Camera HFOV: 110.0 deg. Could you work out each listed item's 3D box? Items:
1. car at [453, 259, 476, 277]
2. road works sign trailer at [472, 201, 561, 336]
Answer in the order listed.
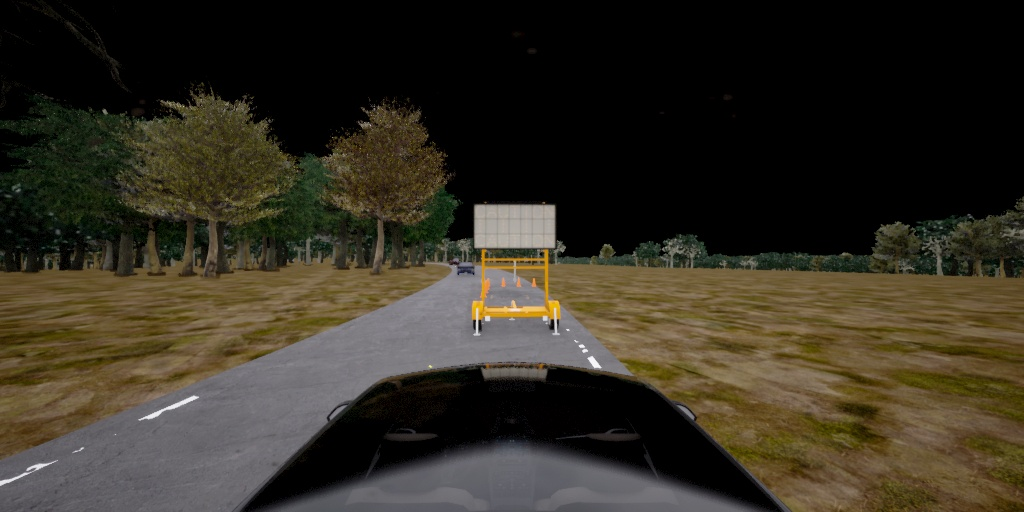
[{"bbox_3d":[-4.675,1.302,36.727,2.033,1.411,5.357,0,0,-6],"label":"car"},{"bbox_3d":[0.079,0.214,10.447,2.380,3.560,2.880,0,0,-2],"label":"road works sign trailer"}]
